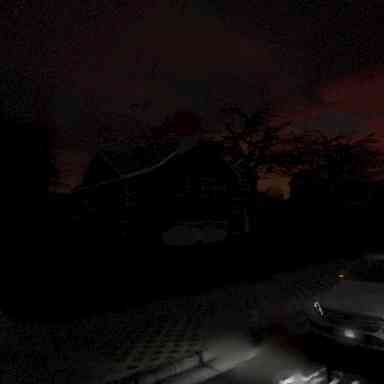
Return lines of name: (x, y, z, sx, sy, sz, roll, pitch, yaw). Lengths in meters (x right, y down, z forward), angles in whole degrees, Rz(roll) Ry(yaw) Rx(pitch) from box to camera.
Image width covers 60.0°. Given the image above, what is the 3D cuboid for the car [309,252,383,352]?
car: (4.195, 1.960, 6.642, 4.674, 1.442, 1.812, 2, -7, -40)
